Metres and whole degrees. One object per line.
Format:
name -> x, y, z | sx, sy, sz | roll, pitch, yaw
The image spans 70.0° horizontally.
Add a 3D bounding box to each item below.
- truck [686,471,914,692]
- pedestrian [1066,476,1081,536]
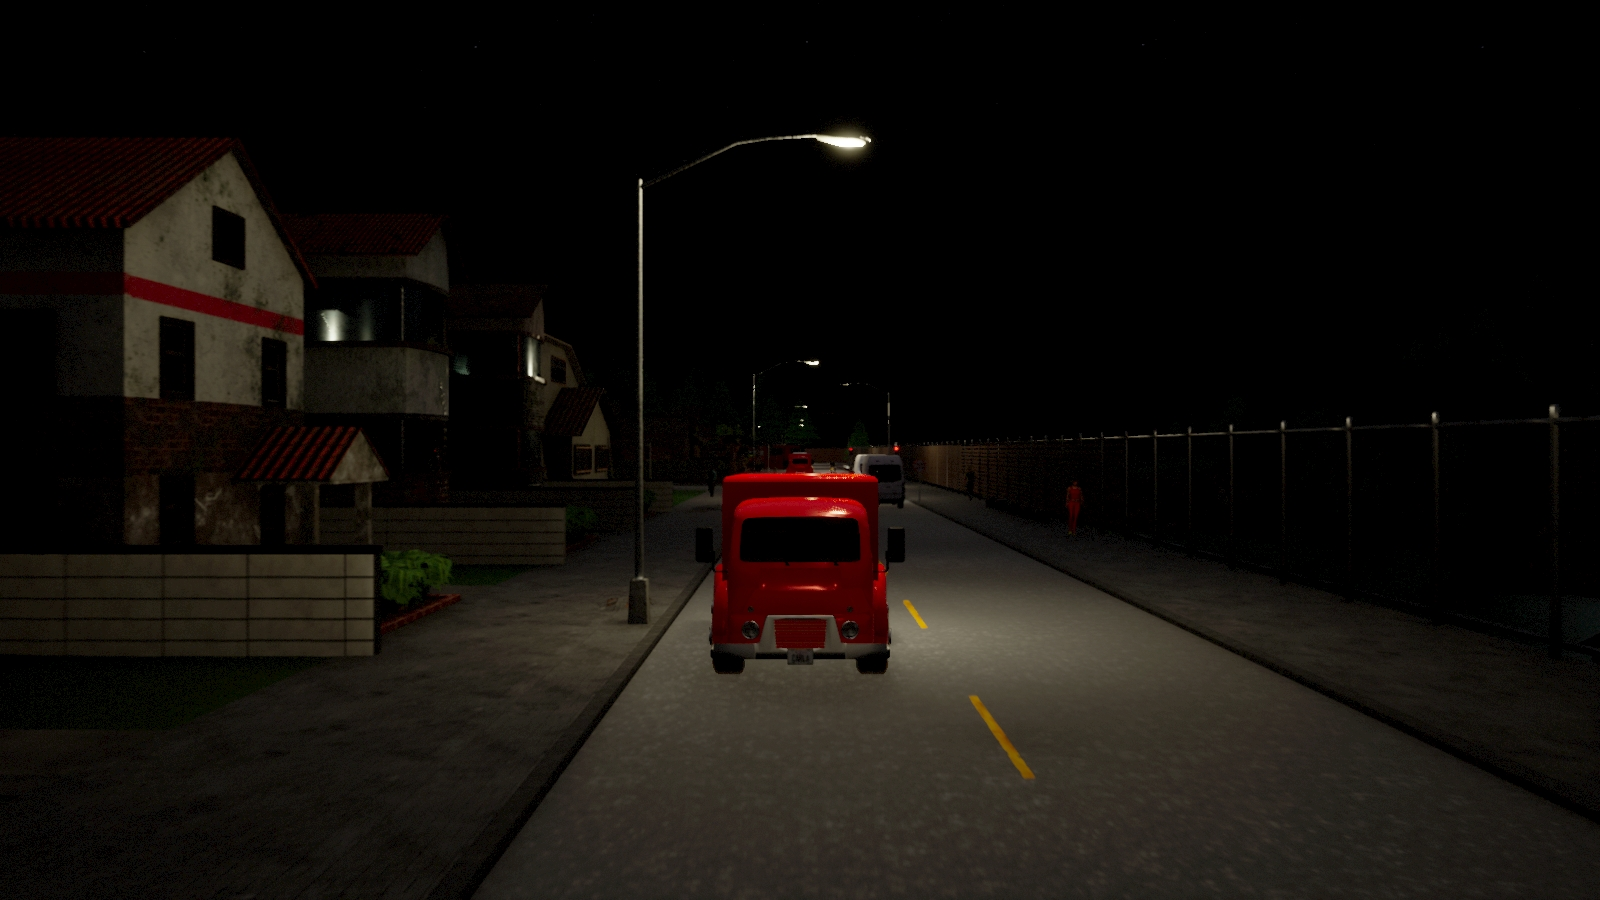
truck -> 0.000, 1.568, 15.801 | 2.627, 2.467, 5.204 | 0, 0, 0
pedestrian -> 8.507, 1.743, 35.533 | 0.375, 1.860, 0.375 | 0, 0, 2
